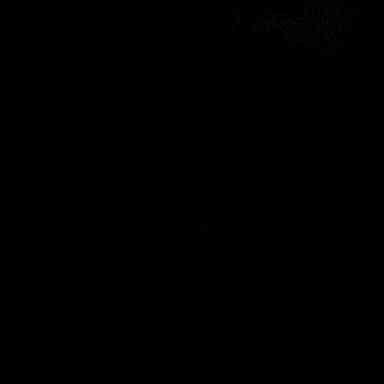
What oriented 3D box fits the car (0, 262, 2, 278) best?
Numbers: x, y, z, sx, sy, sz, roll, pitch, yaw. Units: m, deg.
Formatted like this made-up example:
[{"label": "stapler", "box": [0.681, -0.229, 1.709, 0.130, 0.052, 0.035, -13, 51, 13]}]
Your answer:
[{"label": "car", "box": [-6.642, 1.617, 8.390, 4.181, 1.385, 1.994, 0, 0, 36]}]
